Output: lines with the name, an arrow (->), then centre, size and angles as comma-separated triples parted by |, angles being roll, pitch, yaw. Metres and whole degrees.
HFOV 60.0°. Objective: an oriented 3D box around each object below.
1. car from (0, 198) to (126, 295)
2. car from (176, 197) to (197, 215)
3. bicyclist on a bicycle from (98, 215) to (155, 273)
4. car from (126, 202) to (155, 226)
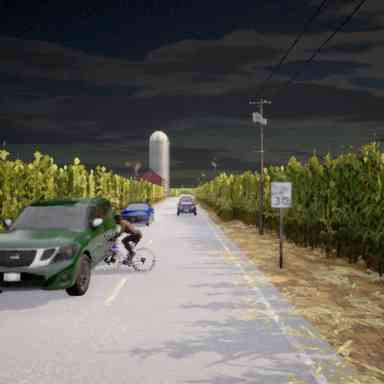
car -> -3.452, 1.216, 9.029 | 2.150, 2.045, 5.566 | 0, 1, -1
car -> -0.519, 1.525, 33.149 | 1.812, 1.442, 4.674 | 0, 0, -1
bicyclist on a bicycle -> -1.866, 1.455, 9.269 | 1.656, 1.620, 0.582 | -2, 0, -1
car -> -3.719, 1.477, 23.315 | 1.882, 1.535, 5.008 | 0, 0, -1
